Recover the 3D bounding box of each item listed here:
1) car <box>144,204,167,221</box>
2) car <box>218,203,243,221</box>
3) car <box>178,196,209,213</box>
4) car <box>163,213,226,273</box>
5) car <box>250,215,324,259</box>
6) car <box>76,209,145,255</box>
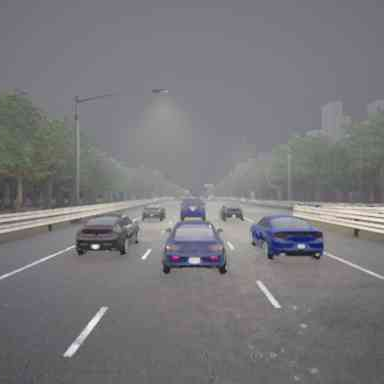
[{"bbox_3d":[-3.425,1.812,30.755,2.128,1.511,4.902,0,0,0],"label":"car"},{"bbox_3d":[3.576,1.825,30.830,1.837,1.490,4.892,0,0,0],"label":"car"},{"bbox_3d":[0.078,1.535,29.799,2.150,2.045,5.566,0,0,0],"label":"car"},{"bbox_3d":[0.079,1.664,11.103,1.812,1.442,4.674,0,0,0],"label":"car"},{"bbox_3d":[3.580,1.641,13.358,1.882,1.535,5.008,0,0,0],"label":"car"},{"bbox_3d":[-3.418,1.681,14.196,1.837,1.490,4.892,0,0,0],"label":"car"}]
